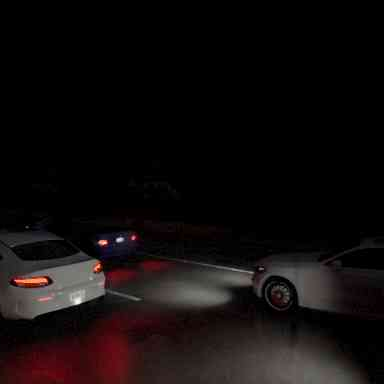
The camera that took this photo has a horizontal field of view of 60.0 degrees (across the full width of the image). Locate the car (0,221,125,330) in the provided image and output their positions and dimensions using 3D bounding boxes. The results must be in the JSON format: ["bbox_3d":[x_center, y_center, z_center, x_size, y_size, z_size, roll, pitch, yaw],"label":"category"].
[{"bbox_3d":[-3.696,1.454,6.663,4.674,1.442,1.812,1,1,36],"label":"car"}]

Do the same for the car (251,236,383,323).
[{"bbox_3d":[3.356,1.524,5.898,4.674,1.442,1.812,0,0,36],"label":"car"}]

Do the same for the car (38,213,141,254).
[{"bbox_3d":[-4.169,1.429,11.322,5.357,1.411,2.033,1,1,36],"label":"car"}]
